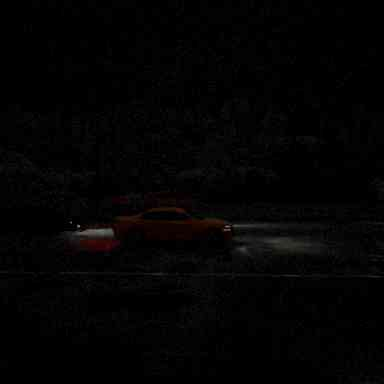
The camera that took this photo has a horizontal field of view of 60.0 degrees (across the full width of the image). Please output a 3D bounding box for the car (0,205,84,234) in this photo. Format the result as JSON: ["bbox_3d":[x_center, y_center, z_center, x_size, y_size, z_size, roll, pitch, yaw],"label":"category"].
[{"bbox_3d":[-8.718,1.442,17.919,5.357,1.411,2.033,0,0,3],"label":"car"}]

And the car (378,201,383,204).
[{"bbox_3d":[25.320,1.331,41.091,4.181,1.385,1.994,0,0,2],"label":"car"}]

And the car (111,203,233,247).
[{"bbox_3d":[-0.774,1.395,14.052,5.008,1.535,1.882,0,0,3],"label":"car"}]
